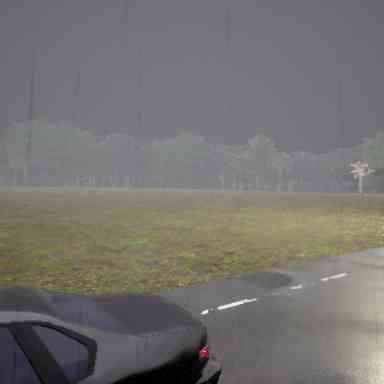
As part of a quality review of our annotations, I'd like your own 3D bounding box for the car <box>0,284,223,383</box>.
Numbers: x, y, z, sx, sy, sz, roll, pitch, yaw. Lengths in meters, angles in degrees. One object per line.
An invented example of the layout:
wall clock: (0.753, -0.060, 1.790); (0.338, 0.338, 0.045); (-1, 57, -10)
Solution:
car: (-2.274, 1.548, 2.373); (5.357, 1.411, 2.033); (0, 0, -36)
